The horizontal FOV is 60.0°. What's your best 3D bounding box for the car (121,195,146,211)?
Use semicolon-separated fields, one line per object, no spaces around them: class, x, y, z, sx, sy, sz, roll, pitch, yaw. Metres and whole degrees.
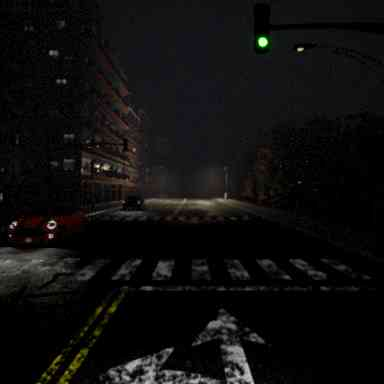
car;-6.509;1.119;37.414;2.097;1.767;4.553;0;0;0

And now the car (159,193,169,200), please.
car;-6.522;1.130;77.639;1.837;1.490;4.892;0;0;0

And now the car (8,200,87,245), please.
car;-6.516;1.328;15.476;2.097;1.767;4.553;-1;0;0
